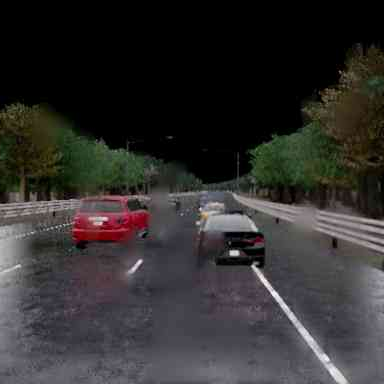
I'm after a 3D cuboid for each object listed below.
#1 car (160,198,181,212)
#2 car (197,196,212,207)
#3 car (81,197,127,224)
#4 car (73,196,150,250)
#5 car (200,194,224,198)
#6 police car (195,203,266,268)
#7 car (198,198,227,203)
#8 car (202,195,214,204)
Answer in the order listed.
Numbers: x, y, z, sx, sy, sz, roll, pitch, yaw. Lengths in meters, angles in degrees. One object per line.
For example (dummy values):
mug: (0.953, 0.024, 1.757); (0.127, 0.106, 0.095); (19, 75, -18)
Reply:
car: (-2.322, 1.372, 36.277); (2.128, 1.511, 4.902); (0, 0, 3)
car: (1.847, 1.373, 47.873); (1.812, 1.442, 4.674); (0, 0, 5)
car: (-6.386, 1.269, 24.722); (2.097, 1.767, 4.553); (0, 0, 2)
car: (-3.227, 1.174, 14.320); (2.150, 2.045, 5.566); (0, 0, 1)
car: (1.647, 1.135, 26.951); (2.150, 2.045, 5.566); (0, 0, 2)
police car: (1.159, 1.388, 11.285); (1.930, 1.638, 5.238); (0, 0, 1)
car: (1.423, 1.385, 21.208); (1.801, 1.575, 5.366); (0, 0, 2)
car: (2.985, 1.335, 61.435); (1.812, 1.442, 4.674); (0, 0, 6)
